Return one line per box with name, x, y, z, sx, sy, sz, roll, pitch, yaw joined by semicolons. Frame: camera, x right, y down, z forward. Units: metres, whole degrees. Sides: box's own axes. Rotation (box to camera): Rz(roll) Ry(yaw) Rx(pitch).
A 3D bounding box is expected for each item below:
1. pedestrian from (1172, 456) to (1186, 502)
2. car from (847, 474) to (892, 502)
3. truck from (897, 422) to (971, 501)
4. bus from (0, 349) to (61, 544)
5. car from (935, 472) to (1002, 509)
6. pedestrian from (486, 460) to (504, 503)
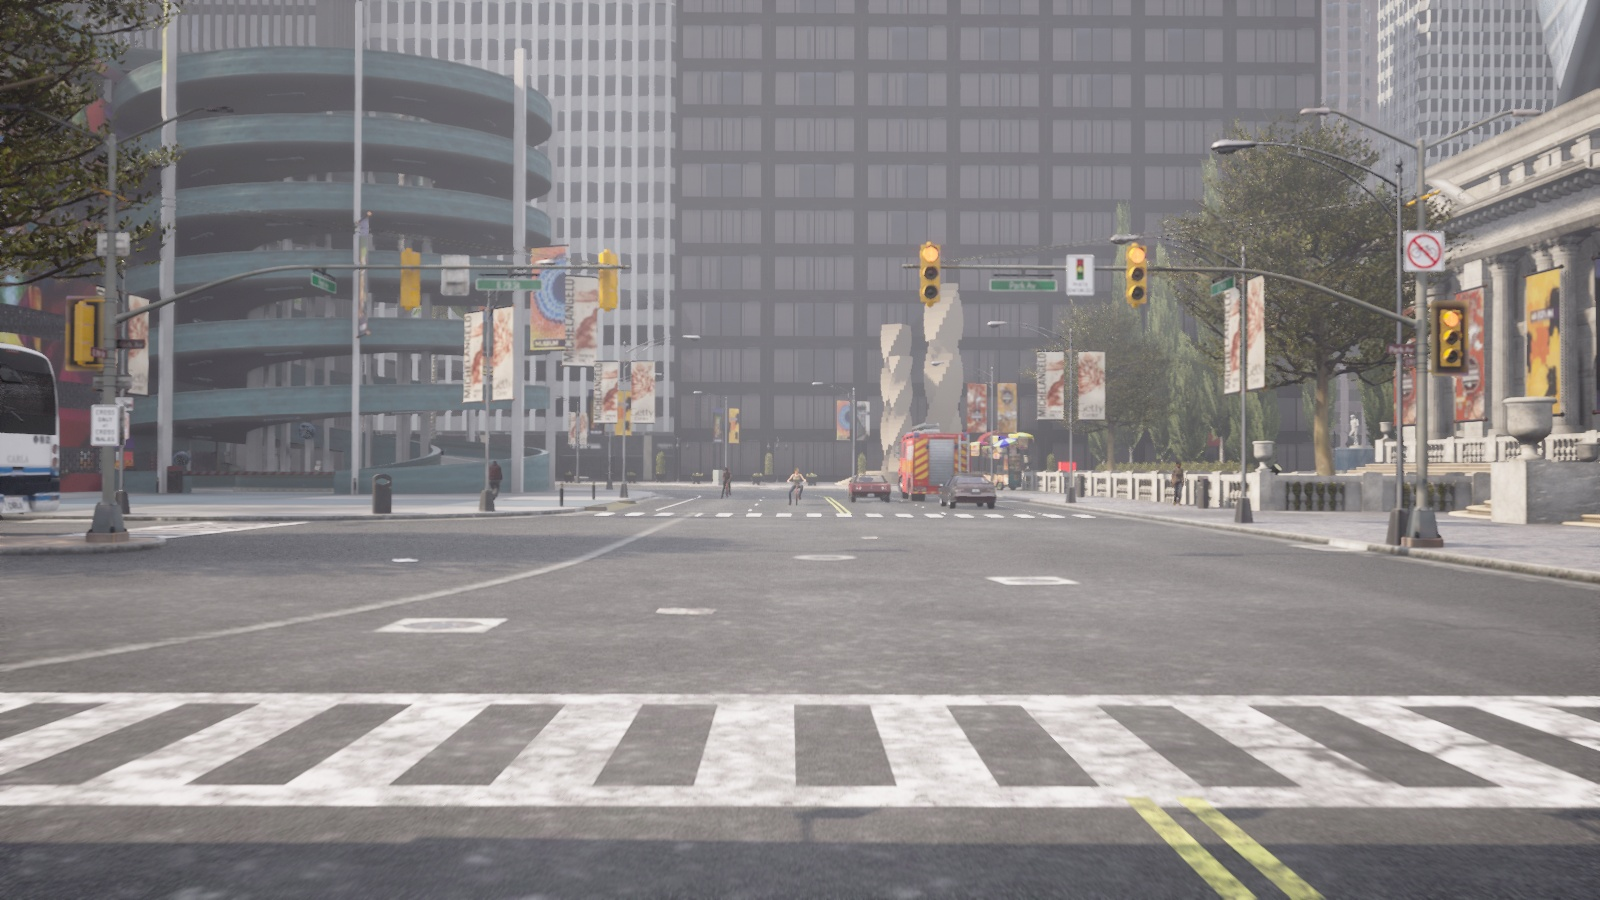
pedestrian;15.069;1.165;49.987;0.328;1.805;0.869;0;-1;4
car;3.314;1.820;60.844;1.895;1.301;4.718;0;-1;0
truck;6.798;0.608;64.951;2.891;3.827;8.468;0;-1;0
bus;-22.557;-0.053;27.584;10.273;4.253;3.944;0;-1;0
car;6.875;1.615;51.723;2.033;1.411;5.357;0;-1;0
pedestrian;-13.264;1.348;54.603;0.634;1.844;0.899;0;-1;-3
